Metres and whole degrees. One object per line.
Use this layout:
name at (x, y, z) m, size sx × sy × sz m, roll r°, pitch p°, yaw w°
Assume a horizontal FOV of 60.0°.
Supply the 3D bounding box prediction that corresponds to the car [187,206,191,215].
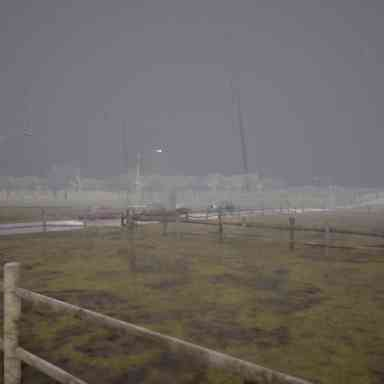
car at (-2.069, 2.165, 40.060) m, size 2.128 × 1.511 × 4.902 m, roll 1°, pitch -1°, yaw 35°

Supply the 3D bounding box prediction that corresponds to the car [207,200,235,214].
car at (4.297, 2.177, 49.024) m, size 2.150 × 2.045 × 5.566 m, roll 1°, pitch -1°, yaw 35°

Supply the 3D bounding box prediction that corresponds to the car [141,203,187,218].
car at (-3.004, 1.931, 33.625) m, size 2.097 × 1.767 × 4.553 m, roll 1°, pitch -1°, yaw 35°

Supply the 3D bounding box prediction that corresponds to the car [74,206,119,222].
car at (-8.690, 1.969, 30.675) m, size 1.994 × 1.385 × 4.181 m, roll 1°, pitch -1°, yaw 35°
